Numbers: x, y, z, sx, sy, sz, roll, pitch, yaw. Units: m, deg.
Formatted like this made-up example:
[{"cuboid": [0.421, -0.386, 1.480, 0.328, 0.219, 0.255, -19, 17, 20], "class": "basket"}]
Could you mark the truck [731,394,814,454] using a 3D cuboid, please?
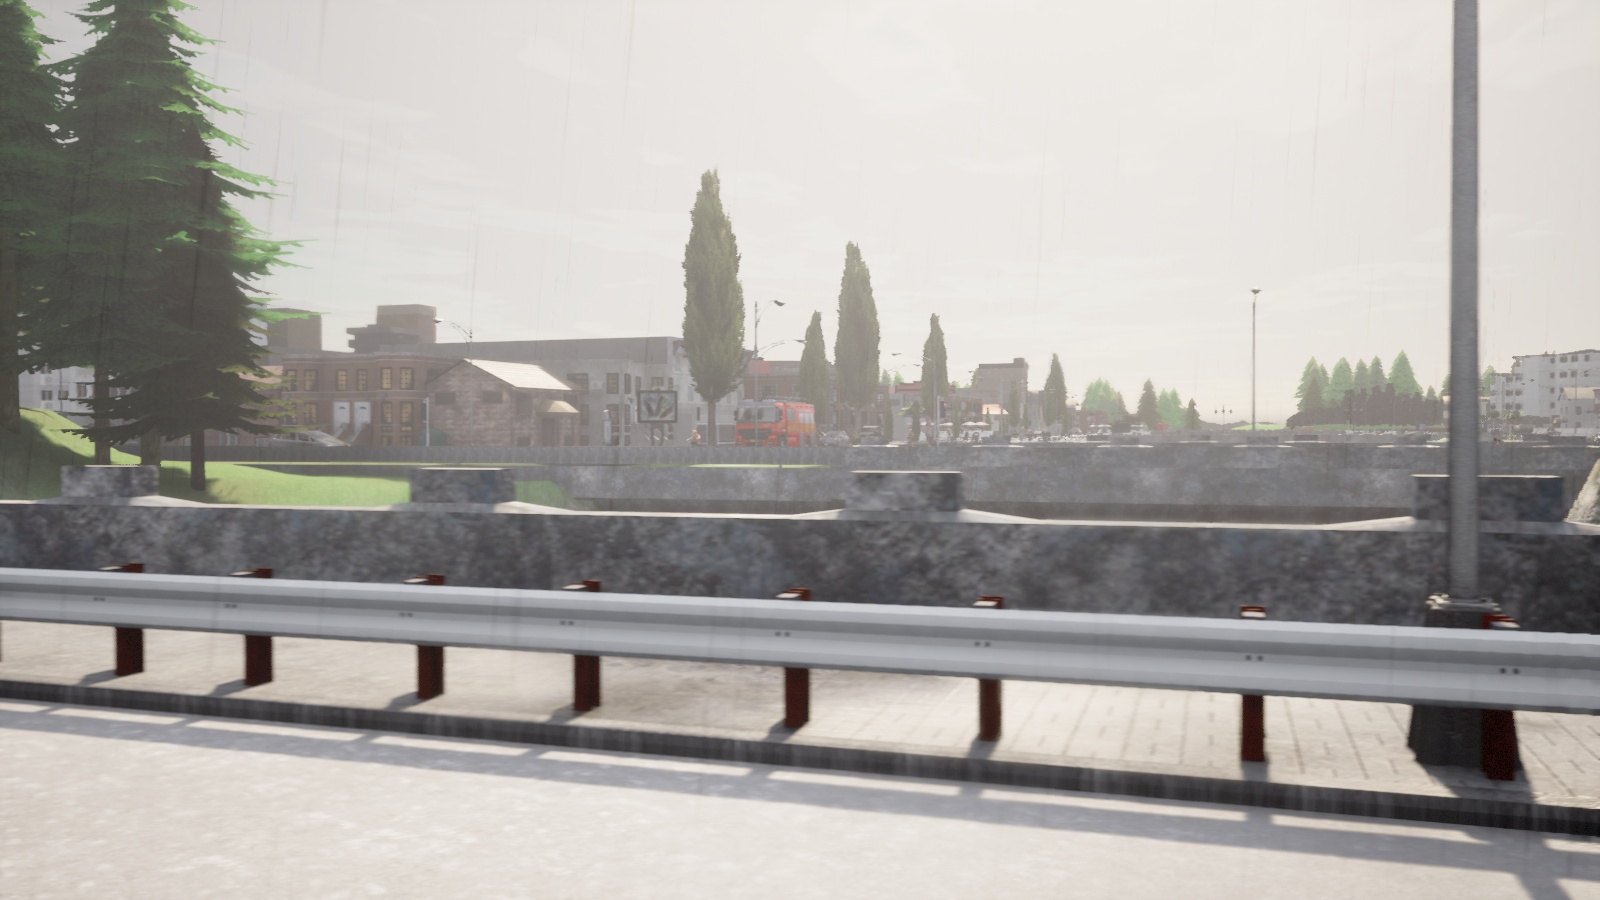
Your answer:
[{"cuboid": [-1.738, -1.699, 84.576, 2.891, 3.827, 8.468, 1, 1, 19], "class": "truck"}]

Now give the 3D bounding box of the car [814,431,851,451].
[{"cuboid": [2.514, -0.706, 97.215, 1.845, 1.501, 3.633, 1, 1, 19], "class": "car"}]

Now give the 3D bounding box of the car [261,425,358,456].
[{"cuboid": [-27.056, -0.541, 69.329, 4.611, 1.667, 2.242, 1, 1, 19], "class": "car"}]
